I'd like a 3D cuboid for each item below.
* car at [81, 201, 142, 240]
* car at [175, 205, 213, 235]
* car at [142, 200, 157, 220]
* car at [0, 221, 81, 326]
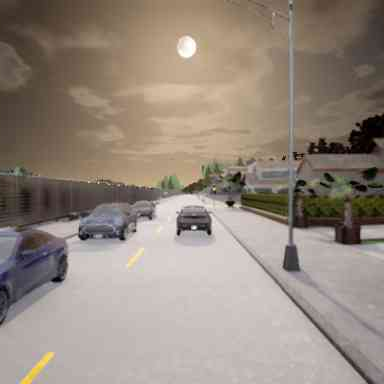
[{"bbox_3d":[-4.080,1.351,16.809,2.097,1.767,4.553,0,0,0],"label":"car"},{"bbox_3d":[0.107,1.503,18.874,1.837,1.490,4.892,0,0,0],"label":"car"},{"bbox_3d":[-4.065,1.504,28.046,1.837,1.490,4.892,0,0,0],"label":"car"},{"bbox_3d":[-4.090,1.526,7.016,1.812,1.442,4.674,0,0,-1],"label":"car"}]
